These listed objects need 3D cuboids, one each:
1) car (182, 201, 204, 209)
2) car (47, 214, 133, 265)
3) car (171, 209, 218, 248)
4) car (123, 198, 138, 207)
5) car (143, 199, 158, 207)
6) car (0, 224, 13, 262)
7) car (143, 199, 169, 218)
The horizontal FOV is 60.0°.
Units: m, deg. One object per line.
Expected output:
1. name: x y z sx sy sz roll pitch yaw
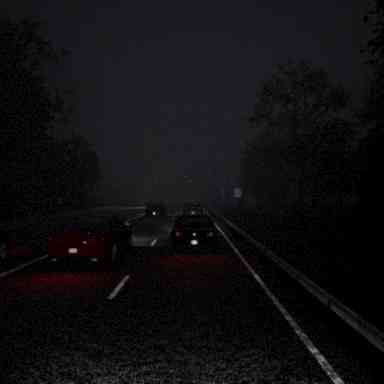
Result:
1. car: 0.088 1.656 32.326 2.128 1.511 4.902 0 0 0
2. car: -3.405 1.539 11.990 1.882 1.535 5.008 0 0 0
3. car: 0.094 1.678 15.158 1.895 1.301 4.718 0 0 0
4. car: -10.571 1.768 57.078 1.882 1.535 5.008 0 0 0
5. car: -7.075 1.852 56.769 1.994 1.385 4.181 0 0 0
6. car: -7.103 1.554 9.579 1.837 1.490 4.892 0 0 0
7. car: -3.411 1.670 32.387 1.837 1.490 4.892 0 0 0
